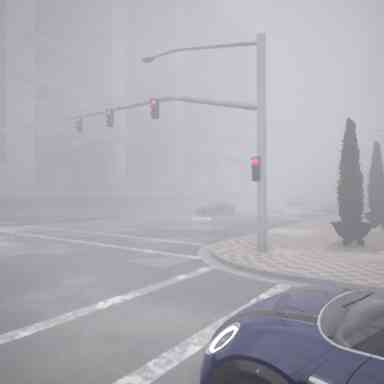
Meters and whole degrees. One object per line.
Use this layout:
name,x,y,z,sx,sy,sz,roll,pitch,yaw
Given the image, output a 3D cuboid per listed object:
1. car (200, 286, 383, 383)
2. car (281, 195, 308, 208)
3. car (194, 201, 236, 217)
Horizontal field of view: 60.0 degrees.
car,2.245,1.349,2.529,4.553,1.767,2.097,0,0,38
car,16.028,1.594,51.499,1.837,1.490,4.892,0,-1,36
car,2.403,1.635,32.828,2.033,1.411,5.357,0,0,36
